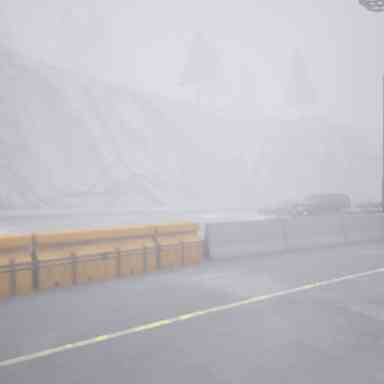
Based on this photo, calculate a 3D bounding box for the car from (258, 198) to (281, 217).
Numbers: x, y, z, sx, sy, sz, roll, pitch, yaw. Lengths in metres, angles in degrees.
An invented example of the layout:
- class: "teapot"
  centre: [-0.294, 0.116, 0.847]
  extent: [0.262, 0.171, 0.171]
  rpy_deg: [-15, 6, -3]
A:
- class: "car"
  centre: [8.388, 1.411, 29.120]
  extent: [5.357, 1.411, 2.033]
  rpy_deg: [0, 0, -27]

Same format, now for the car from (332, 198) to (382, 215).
- class: "car"
  centre: [12.479, 1.397, 23.296]
  extent: [4.892, 1.490, 1.837]
  rpy_deg: [0, 0, -26]

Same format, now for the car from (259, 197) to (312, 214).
- class: "car"
  centre: [9.402, 1.334, 33.457]
  extent: [4.902, 1.511, 2.128]
  rpy_deg: [0, 0, -26]

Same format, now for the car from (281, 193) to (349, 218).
- class: "car"
  centre: [10.050, 1.102, 26.013]
  extent: [5.566, 2.045, 2.150]
  rpy_deg: [0, 0, -26]
